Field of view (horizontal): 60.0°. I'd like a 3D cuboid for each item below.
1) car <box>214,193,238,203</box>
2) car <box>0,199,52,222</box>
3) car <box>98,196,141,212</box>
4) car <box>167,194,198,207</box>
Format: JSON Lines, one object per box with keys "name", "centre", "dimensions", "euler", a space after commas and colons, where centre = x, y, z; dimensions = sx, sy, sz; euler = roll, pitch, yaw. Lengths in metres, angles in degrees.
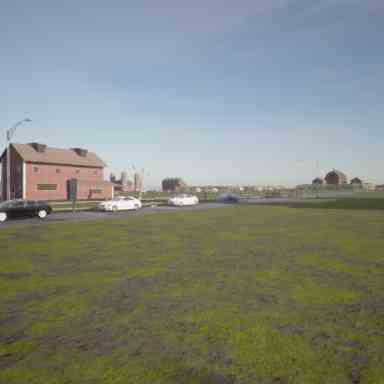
{"name": "car", "centre": [5.148, 0.849, 49.542], "dimensions": [1.812, 1.442, 4.674], "euler": [1, 1, 36]}
{"name": "car", "centre": [-12.913, 1.285, 24.677], "dimensions": [1.837, 1.490, 4.892], "euler": [1, 1, 36]}
{"name": "car", "centre": [-7.020, 1.159, 32.813], "dimensions": [1.812, 1.442, 4.674], "euler": [1, 1, 36]}
{"name": "car", "centre": [-1.058, 1.008, 41.040], "dimensions": [1.812, 1.442, 4.674], "euler": [1, 1, 36]}
